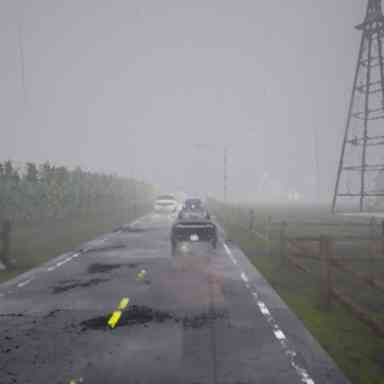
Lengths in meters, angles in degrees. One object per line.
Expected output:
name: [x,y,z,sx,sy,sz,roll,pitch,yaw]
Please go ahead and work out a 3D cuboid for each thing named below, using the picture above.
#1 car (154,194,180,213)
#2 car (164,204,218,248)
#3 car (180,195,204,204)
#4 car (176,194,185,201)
car: [-2.841,1.218,36.598,2.150,2.045,5.566,0,0,0]
car: [0.091,1.487,14.726,2.128,1.511,4.902,0,0,0]
car: [0.105,1.347,32.560,2.097,1.767,4.553,0,0,0]
car: [-2.739,1.292,78.475,1.882,1.535,5.008,0,0,0]
